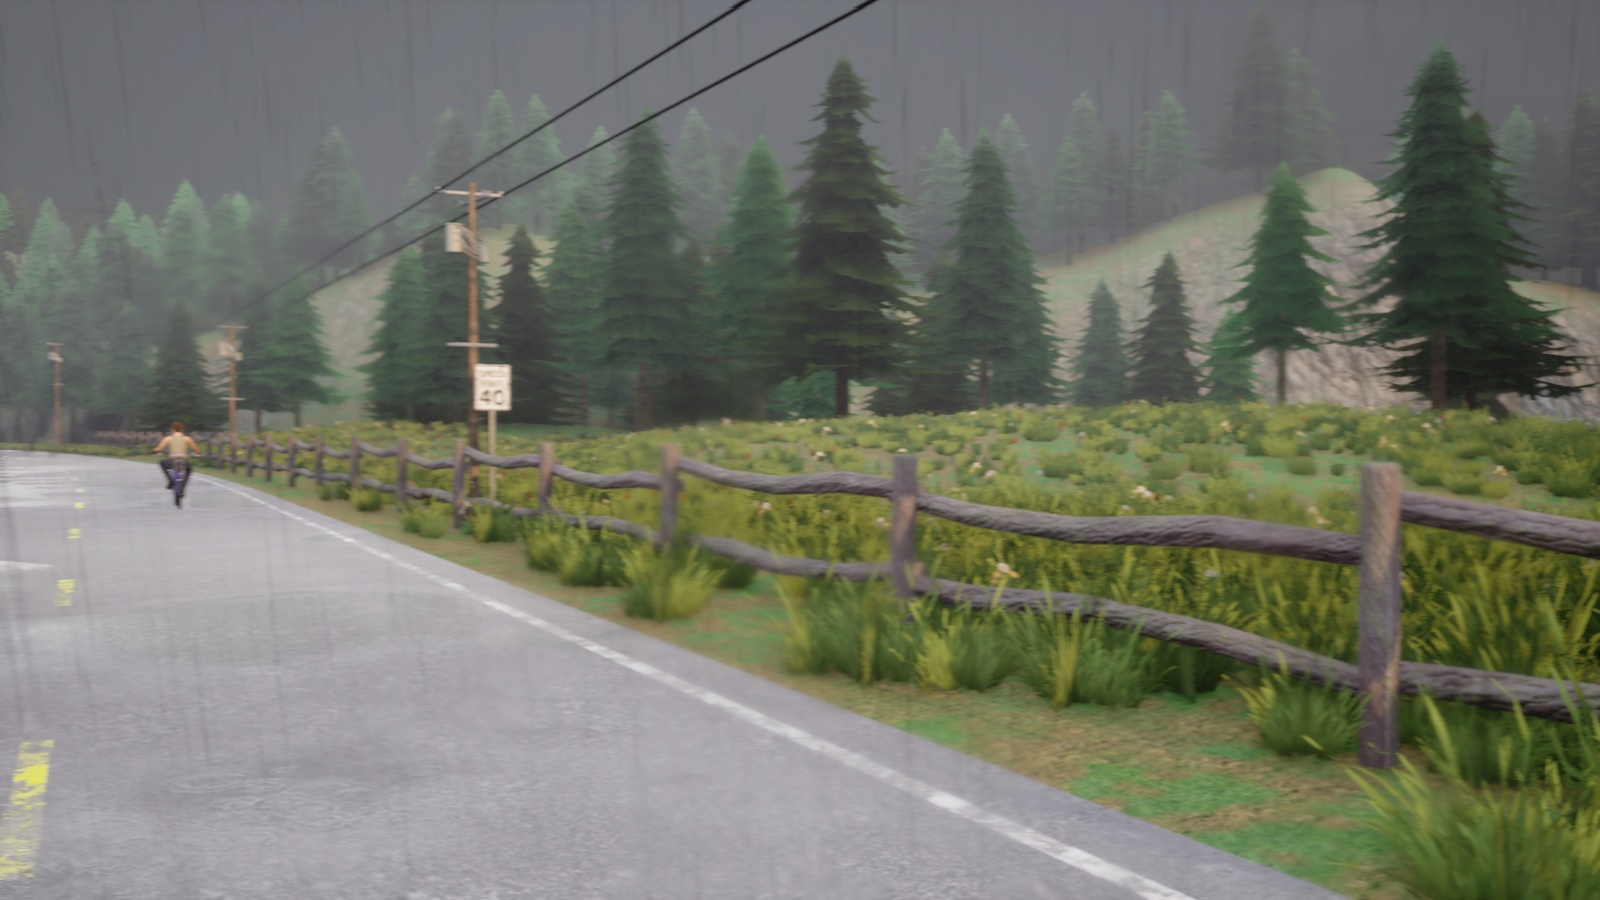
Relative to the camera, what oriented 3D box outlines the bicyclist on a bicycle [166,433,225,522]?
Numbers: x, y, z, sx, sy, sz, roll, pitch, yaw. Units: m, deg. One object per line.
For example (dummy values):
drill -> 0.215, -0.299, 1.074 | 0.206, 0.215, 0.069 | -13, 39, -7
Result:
bicyclist on a bicycle -> -11.397, 0.488, 23.654 | 0.866, 1.612, 1.509 | -1, 1, -29
